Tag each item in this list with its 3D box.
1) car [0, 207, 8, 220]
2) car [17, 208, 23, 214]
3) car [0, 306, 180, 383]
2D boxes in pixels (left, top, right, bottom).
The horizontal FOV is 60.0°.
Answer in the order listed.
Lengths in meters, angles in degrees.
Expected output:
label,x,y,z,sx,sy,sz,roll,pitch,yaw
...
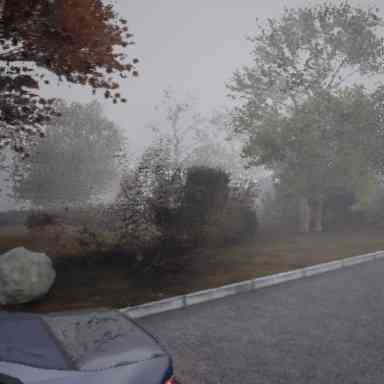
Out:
label,x,y,z,sx,sy,sz,roll,pitch,yaw
car,-22.422,2.562,38.828,2.231,1.521,4.892,0,0,-36
car,-20.180,2.558,40.464,2.097,1.535,5.008,0,0,-36
car,-2.578,1.564,1.838,5.357,1.411,2.033,0,0,-36
